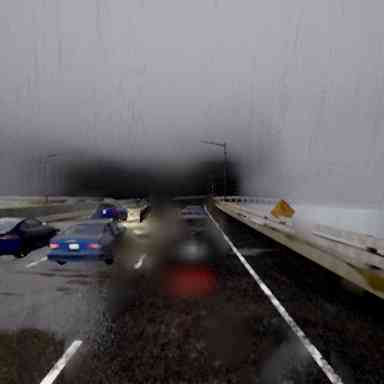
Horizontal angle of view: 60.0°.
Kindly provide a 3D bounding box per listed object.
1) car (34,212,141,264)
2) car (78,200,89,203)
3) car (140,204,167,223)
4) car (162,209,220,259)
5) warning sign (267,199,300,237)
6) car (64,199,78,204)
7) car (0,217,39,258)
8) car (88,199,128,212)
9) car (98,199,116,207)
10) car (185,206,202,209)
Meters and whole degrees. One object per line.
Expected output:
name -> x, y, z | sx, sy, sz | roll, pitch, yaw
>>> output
car -> -3.462, 1.679, 12.338 | 2.033, 1.411, 5.357 | 0, -1, 1
car -> -20.225, 2.222, 65.631 | 1.994, 1.385, 4.181 | 0, -1, 1
car -> -3.319, 1.781, 29.011 | 1.882, 1.535, 5.008 | 0, 0, 1
car -> 0.053, 1.648, 13.285 | 1.837, 1.490, 4.892 | 0, 0, 1
warning sign -> 4.584, 1.292, 16.783 | 1.300, 1.860, 1.060 | -1, -2, 0
car -> -23.723, 2.196, 65.716 | 2.128, 1.511, 4.902 | 0, -1, 1
car -> -6.946, 1.707, 13.358 | 1.994, 1.385, 4.181 | 0, -1, 1
car -> -6.834, 1.647, 28.230 | 2.097, 1.767, 4.553 | 0, -1, 1
car -> -16.731, 2.176, 65.554 | 2.128, 1.511, 4.902 | 0, -1, 2
car -> 0.145, 1.832, 27.252 | 2.033, 1.411, 5.357 | 0, -1, 1
